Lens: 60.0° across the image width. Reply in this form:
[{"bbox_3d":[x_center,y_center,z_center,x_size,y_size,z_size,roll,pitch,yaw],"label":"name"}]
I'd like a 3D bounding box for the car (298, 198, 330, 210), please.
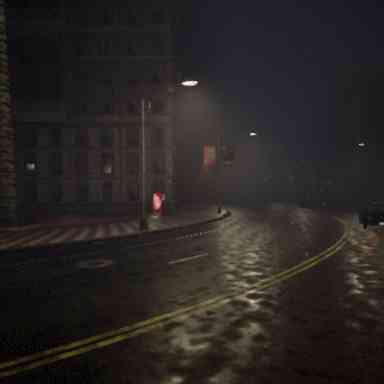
[{"bbox_3d":[15.213,1.463,42.569,2.033,1.411,5.357,0,0,0],"label":"car"}]

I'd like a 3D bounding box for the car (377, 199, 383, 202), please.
[{"bbox_3d":[17.773,1.373,30.154,2.128,1.511,4.902,0,0,10],"label":"car"}]

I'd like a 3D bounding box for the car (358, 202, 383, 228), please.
[{"bbox_3d":[11.785,1.525,21.241,1.895,1.301,4.718,0,0,22],"label":"car"}]

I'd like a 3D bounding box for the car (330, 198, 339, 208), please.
[{"bbox_3d":[18.667,1.454,46.293,1.994,1.385,4.181,0,0,1],"label":"car"}]
